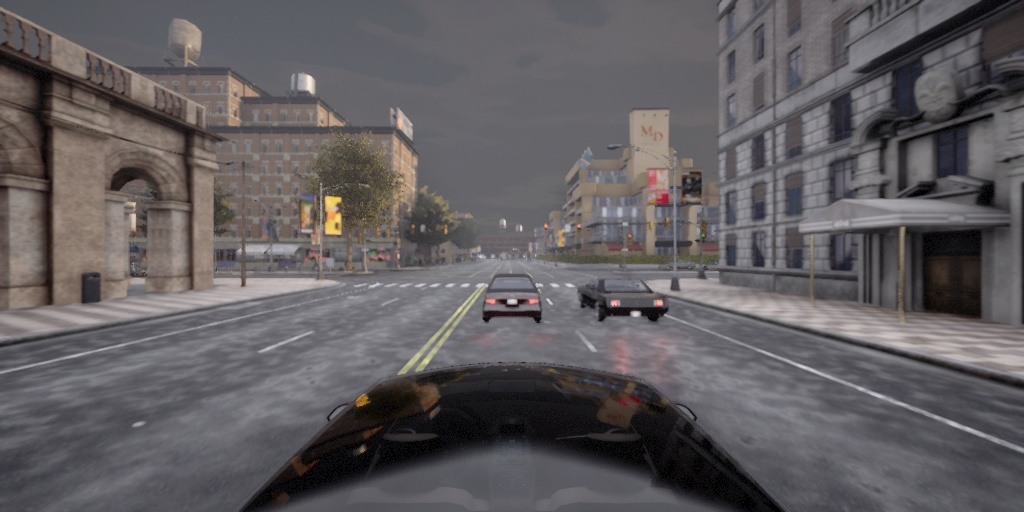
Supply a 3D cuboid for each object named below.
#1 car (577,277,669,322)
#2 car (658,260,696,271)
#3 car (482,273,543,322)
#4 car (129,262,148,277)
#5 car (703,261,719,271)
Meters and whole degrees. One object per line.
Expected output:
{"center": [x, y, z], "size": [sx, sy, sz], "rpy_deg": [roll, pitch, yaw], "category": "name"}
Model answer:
{"center": [3.500, 1.358, 12.354], "size": [1.895, 1.301, 4.718], "rpy_deg": [0, 0, 0], "category": "car"}
{"center": [22.897, 1.268, 49.949], "size": [4.902, 1.511, 2.128], "rpy_deg": [0, 0, 0], "category": "car"}
{"center": [0.000, 1.304, 12.340], "size": [2.033, 1.411, 5.357], "rpy_deg": [0, 0, 0], "category": "car"}
{"center": [-37.592, 1.275, 34.483], "size": [4.892, 1.490, 1.837], "rpy_deg": [0, 0, 0], "category": "car"}
{"center": [26.961, 1.342, 46.462], "size": [4.181, 1.385, 1.994], "rpy_deg": [0, 0, 0], "category": "car"}
